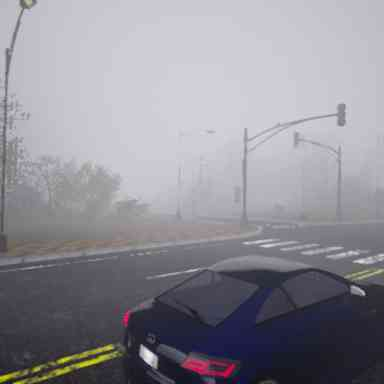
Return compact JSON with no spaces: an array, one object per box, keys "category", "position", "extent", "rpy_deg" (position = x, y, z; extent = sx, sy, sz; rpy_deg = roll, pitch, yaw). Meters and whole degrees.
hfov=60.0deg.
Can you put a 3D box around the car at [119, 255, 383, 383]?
[{"category":"car","position":[1.176,1.584,4.476],"extent":[4.181,1.385,1.994],"rpy_deg":[0,0,-37]}]

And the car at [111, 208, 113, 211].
[{"category":"car","position":[-12.815,1.666,47.455],"extent":[2.150,2.045,5.566],"rpy_deg":[2,-2,-35]}]
